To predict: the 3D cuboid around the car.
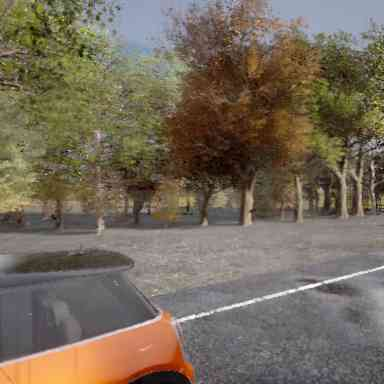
[{"bbox_3d":[-2.234,1.349,2.400,4.553,1.767,2.097,0,0,-35],"label":"car"}]
